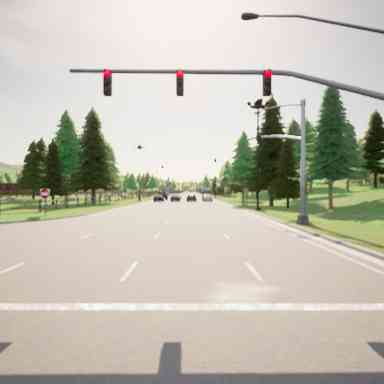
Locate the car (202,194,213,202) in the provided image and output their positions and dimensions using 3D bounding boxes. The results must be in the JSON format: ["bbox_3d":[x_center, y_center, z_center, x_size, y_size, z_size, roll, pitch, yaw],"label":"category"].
[{"bbox_3d":[3.410,1.374,71.144,1.812,1.442,4.674,0,0,0],"label":"car"}]

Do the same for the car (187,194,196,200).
[{"bbox_3d":[-0.103,1.223,81.142,1.994,1.385,4.181,0,0,0],"label":"car"}]

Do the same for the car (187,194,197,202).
[{"bbox_3d":[-0.090,1.204,71.075,2.097,1.767,4.553,0,0,0],"label":"car"}]

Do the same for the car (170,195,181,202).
[{"bbox_3d":[-3.589,1.350,70.718,1.837,1.490,4.892,0,0,0],"label":"car"}]

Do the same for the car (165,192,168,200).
[{"bbox_3d":[-7.103,0.895,81.163,2.150,2.045,5.566,0,0,0],"label":"car"}]

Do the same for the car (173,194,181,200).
[{"bbox_3d":[-3.603,1.265,81.168,1.895,1.301,4.718,0,0,0],"label":"car"}]

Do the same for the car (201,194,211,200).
[{"bbox_3d":[3.397,1.195,81.146,2.128,1.511,4.902,0,0,0],"label":"car"}]

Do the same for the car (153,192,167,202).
[{"bbox_3d":[-7.089,1.328,70.714,1.882,1.535,5.008,0,0,0],"label":"car"}]
